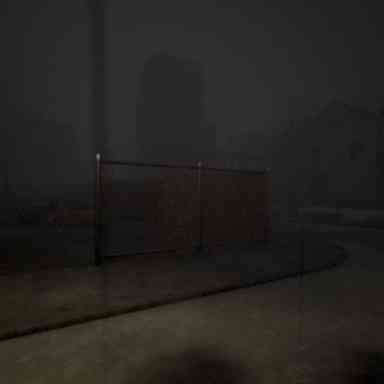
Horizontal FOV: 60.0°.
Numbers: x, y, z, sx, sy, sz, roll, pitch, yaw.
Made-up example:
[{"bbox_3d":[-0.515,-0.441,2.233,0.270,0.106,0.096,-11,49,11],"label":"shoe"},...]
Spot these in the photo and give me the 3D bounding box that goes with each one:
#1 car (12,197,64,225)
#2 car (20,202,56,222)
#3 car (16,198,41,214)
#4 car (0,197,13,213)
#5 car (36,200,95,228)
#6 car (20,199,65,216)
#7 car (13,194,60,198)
[{"bbox_3d":[-9.991,1.401,23.910,4.611,1.667,2.242,1,0,-36],"label":"car"},{"bbox_3d":[-11.727,1.499,25.288,2.207,1.379,1.481,1,0,-36],"label":"car"},{"bbox_3d":[-17.552,1.462,35.543,1.789,1.547,3.705,1,0,-36],"label":"car"},{"bbox_3d":[-17.555,1.535,35.820,5.357,1.415,2.033,1,0,-36],"label":"car"},{"bbox_3d":[-7.549,1.475,21.758,4.193,1.474,1.816,1,0,-36],"label":"car"},{"bbox_3d":[-14.499,1.477,32.252,3.633,1.501,1.845,1,0,-36],"label":"car"},{"bbox_3d":[-12.278,1.298,27.550,3.866,1.878,1.905,1,0,-36],"label":"car"}]
